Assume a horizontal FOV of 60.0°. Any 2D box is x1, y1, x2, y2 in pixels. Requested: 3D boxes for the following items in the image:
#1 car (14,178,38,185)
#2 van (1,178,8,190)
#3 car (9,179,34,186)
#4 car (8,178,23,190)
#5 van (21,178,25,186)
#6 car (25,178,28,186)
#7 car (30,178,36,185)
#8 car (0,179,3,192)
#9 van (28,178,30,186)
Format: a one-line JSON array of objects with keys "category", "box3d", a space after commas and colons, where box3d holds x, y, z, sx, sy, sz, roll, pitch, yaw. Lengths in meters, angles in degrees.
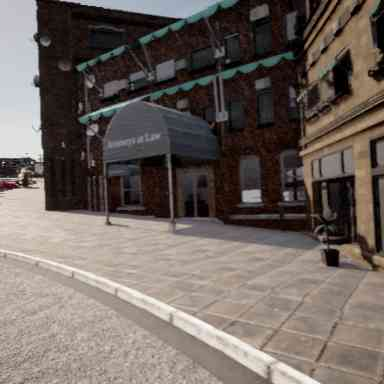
[{"category": "car", "box3d": [-41.476, -2.672, 83.169, 4.892, 1.521, 2.231, -3, 5, -37]}, {"category": "van", "box3d": [-32.901, -0.922, 53.935, 4.442, 1.987, 1.878, -3, 5, -36]}, {"category": "car", "box3d": [-39.697, -2.254, 77.364, 4.792, 1.488, 2.163, -3, 5, -36]}, {"category": "car", "box3d": [-35.404, -1.294, 62.763, 4.892, 1.521, 2.231, -3, 5, -36]}, {"category": "van", "box3d": [-36.174, -1.723, 65.737, 4.442, 1.987, 1.878, -3, 5, -36]}, {"category": "car", "box3d": [-37.155, -1.814, 68.570, 4.553, 1.767, 2.185, -3, 5, -36]}, {"category": "car", "box3d": [-38.707, -2.097, 74.538, 5.366, 1.575, 1.946, -3, 5, -36]}, {"category": "car", "box3d": [-31.101, -0.557, 48.157, 5.566, 2.045, 2.435, -3, 5, -36]}, {"category": "van", "box3d": [-38.084, -2.107, 71.419, 4.442, 1.987, 1.878, -3, 5, -36]}]
